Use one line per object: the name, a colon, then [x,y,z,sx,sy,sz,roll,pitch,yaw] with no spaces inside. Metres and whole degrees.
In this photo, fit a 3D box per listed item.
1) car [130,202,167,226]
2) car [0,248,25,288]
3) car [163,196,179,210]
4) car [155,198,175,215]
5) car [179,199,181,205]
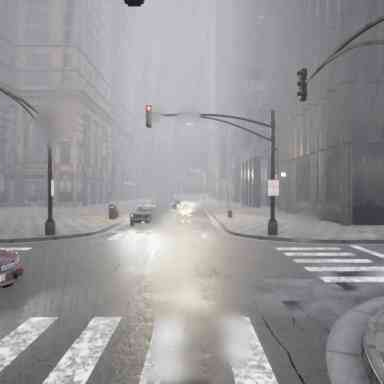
car: [-3.107,1.600,23.342,1.895,1.301,4.718,0,0,0]
car: [-6.105,1.518,7.679,4.674,1.442,1.812,0,0,22]
car: [-3.110,1.355,43.287,2.097,1.767,4.553,0,0,0]
car: [-3.104,1.564,33.285,1.994,1.385,4.181,0,0,0]
car: [-3.020,1.554,58.962,1.812,1.442,4.674,0,0,0]
